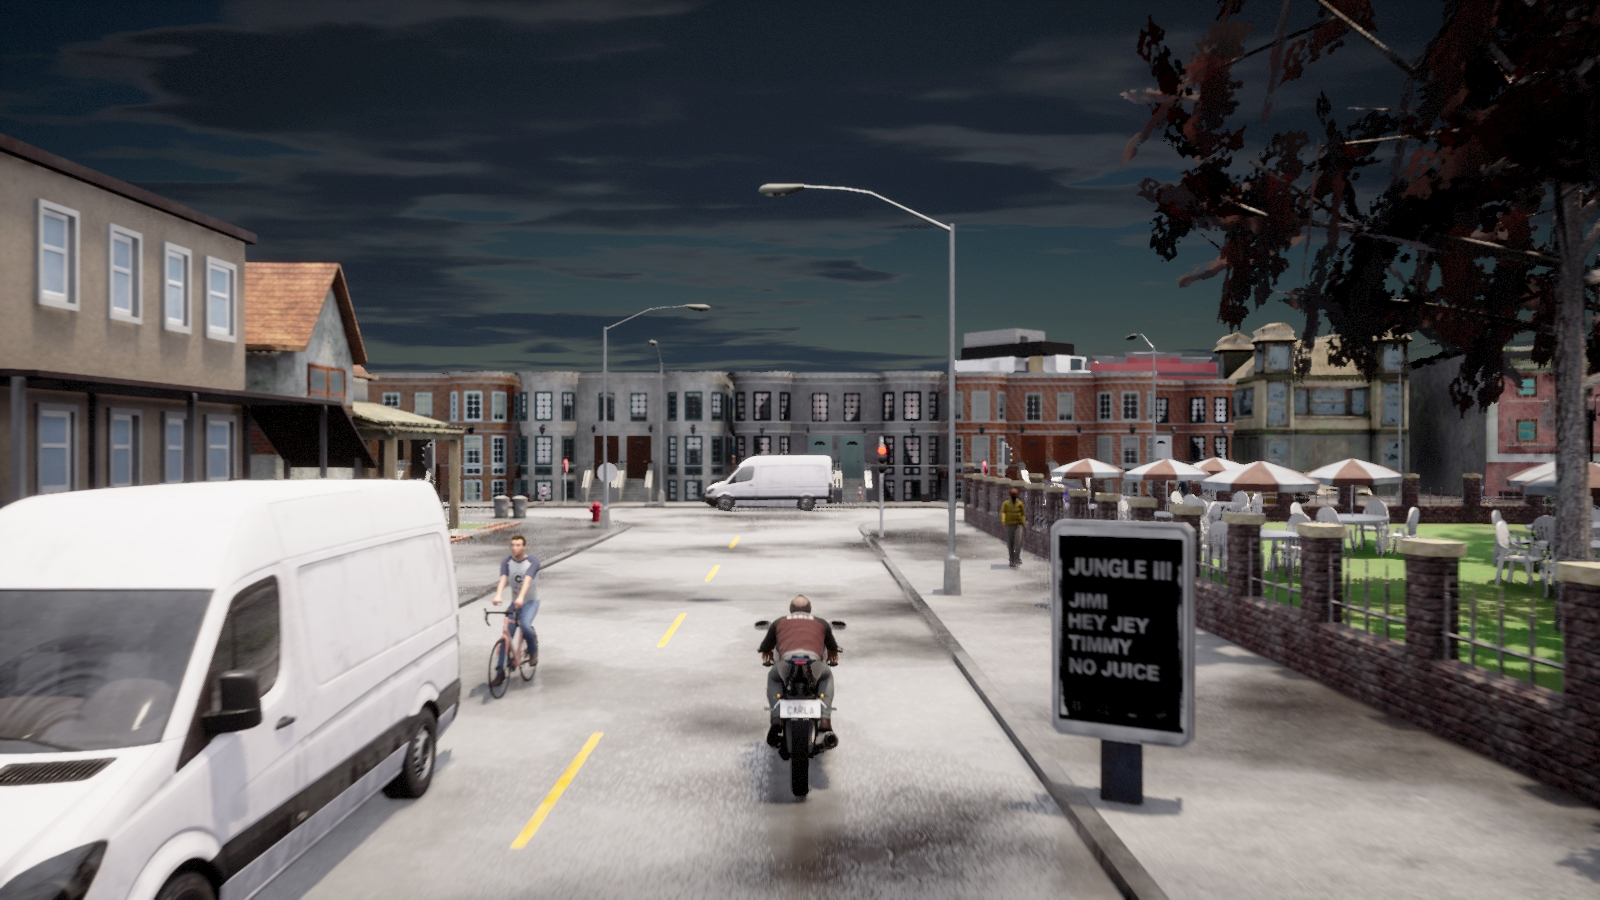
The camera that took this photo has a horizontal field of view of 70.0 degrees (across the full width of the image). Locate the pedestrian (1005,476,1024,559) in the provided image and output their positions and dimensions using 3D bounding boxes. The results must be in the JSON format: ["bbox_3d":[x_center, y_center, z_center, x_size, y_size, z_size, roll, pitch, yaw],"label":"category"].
[{"bbox_3d":[4.842,1.522,25.784,0.375,1.860,0.375,0,0,2],"label":"pedestrian"}]

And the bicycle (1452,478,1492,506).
[{"bbox_3d":[30.895,1.931,52.530,1.643,1.296,0.373,0,0,0],"label":"bicycle"}]

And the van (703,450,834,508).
[{"bbox_3d":[-1.406,1.310,52.568,5.915,2.561,1.988,0,0,0],"label":"van"}]

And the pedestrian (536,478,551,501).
[{"bbox_3d":[-12.484,1.899,55.668,0.500,1.100,0.500,0,0,21],"label":"pedestrian"}]

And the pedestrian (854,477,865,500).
[{"bbox_3d":[2.919,1.899,56.250,0.500,1.100,0.500,0,0,-1],"label":"pedestrian"}]

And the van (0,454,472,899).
[{"bbox_3d":[-3.998,1.313,7.543,1.988,2.561,5.915,0,0,0],"label":"van"}]
